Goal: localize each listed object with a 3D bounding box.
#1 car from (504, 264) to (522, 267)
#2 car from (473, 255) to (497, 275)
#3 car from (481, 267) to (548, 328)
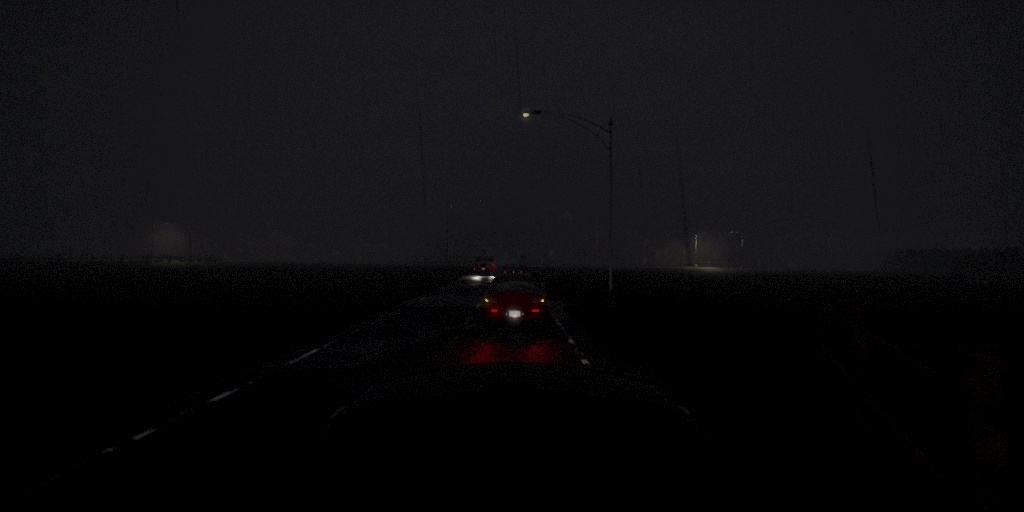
[{"bbox_3d":[0.112,1.312,30.974,1.895,1.301,4.718,0,0,0],"label":"car"},{"bbox_3d":[-2.823,0.931,38.163,2.150,2.045,5.566,0,0,0],"label":"car"},{"bbox_3d":[0.083,1.259,11.229,1.812,1.442,4.674,0,0,0],"label":"car"}]
